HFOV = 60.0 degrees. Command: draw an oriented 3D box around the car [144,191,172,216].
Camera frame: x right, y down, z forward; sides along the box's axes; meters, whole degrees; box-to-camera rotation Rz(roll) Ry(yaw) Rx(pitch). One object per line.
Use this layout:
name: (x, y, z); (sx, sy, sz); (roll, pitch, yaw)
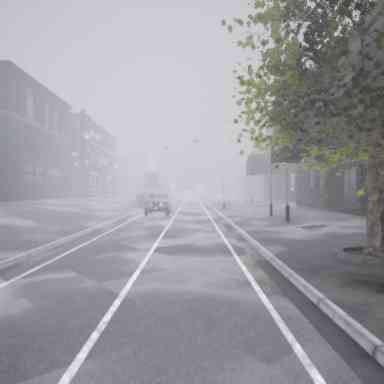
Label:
car: (-2.996, 0.976, 30.186); (2.150, 2.045, 5.566); (0, 0, 0)
